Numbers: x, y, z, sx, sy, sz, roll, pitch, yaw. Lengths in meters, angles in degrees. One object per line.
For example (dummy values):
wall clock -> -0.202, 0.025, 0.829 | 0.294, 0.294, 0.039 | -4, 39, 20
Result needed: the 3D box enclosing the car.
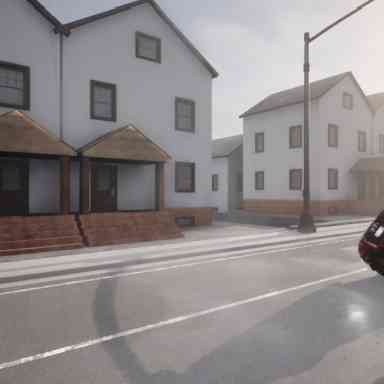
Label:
car -> 6.030, 1.033, 9.077 | 4.181, 1.994, 1.385 | 6, 29, -33
